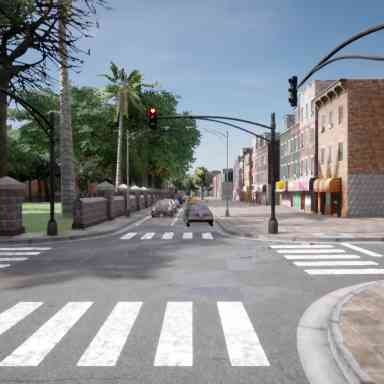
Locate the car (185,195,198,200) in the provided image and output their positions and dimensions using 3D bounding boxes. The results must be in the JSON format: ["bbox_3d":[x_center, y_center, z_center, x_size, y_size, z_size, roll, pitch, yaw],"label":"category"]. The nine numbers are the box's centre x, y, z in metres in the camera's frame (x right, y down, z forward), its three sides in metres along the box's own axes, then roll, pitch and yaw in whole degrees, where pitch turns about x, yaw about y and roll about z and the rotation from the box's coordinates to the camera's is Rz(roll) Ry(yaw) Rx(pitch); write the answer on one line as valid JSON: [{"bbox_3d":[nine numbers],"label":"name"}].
[{"bbox_3d":[0.130,1.628,59.634,1.882,1.535,5.008,0,0,0],"label":"car"}]

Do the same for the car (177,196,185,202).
[{"bbox_3d":[-2.603,1.818,81.823,1.887,1.381,4.507,0,0,0],"label":"car"}]

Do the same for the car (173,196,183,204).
[{"bbox_3d":[-2.985,1.715,71.231,1.837,1.490,4.892,0,0,0],"label":"car"}]

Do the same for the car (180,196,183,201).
[{"bbox_3d":[-2.619,1.679,47.692,1.802,1.307,4.206,0,0,0],"label":"car"}]

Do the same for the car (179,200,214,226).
[{"bbox_3d":[0.379,1.572,23.836,2.033,1.411,5.357,0,0,-4],"label":"car"}]

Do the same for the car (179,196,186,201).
[{"bbox_3d":[-2.598,1.914,93.200,1.947,1.339,4.313,-1,0,0],"label":"car"}]

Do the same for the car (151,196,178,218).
[{"bbox_3d":[-2.627,1.481,30.626,1.967,1.590,4.097,0,0,0],"label":"car"}]

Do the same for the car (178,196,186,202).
[{"bbox_3d":[-2.601,1.861,87.512,2.008,1.369,4.403,-1,0,0],"label":"car"}]

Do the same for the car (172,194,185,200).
[{"bbox_3d":[-2.949,1.402,64.262,2.150,2.045,5.566,0,0,0],"label":"car"}]

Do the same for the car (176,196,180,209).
[{"bbox_3d":[-2.623,1.498,36.314,1.967,1.590,4.097,0,0,0],"label":"car"}]
